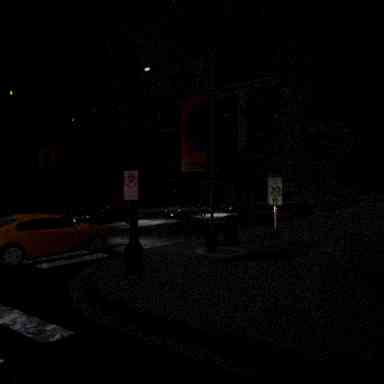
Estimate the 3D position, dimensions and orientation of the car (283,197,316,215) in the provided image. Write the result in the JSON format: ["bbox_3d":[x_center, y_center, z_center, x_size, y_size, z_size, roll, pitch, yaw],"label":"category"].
[{"bbox_3d":[11.817,1.547,35.605,1.882,1.535,5.008,0,0,35],"label":"car"}]

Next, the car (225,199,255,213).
[{"bbox_3d":[5.620,1.550,38.424,2.128,1.511,4.902,0,0,35],"label":"car"}]

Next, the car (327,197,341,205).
[{"bbox_3d":[26.385,1.672,61.847,1.812,1.442,4.674,0,0,35],"label":"car"}]

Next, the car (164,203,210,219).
[{"bbox_3d":[-0.408,1.638,29.932,1.895,1.301,4.718,0,0,36],"label":"car"}]

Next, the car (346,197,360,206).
[{"bbox_3d":[29.073,1.641,60.020,2.128,1.511,4.902,0,0,35],"label":"car"}]

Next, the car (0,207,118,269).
[{"bbox_3d":[-5.216,1.492,11.510,1.882,1.535,5.008,0,0,35],"label":"car"}]

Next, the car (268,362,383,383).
[{"bbox_3d":[2.209,1.551,1.270,4.403,1.369,2.008,0,0,36],"label":"car"}]

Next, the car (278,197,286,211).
[{"bbox_3d":[12.606,1.433,42.352,2.097,1.767,4.553,0,0,35],"label":"car"}]

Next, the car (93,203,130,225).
[{"bbox_3d":[-5.767,1.513,22.325,2.128,1.511,4.902,0,0,36],"label":"car"}]
